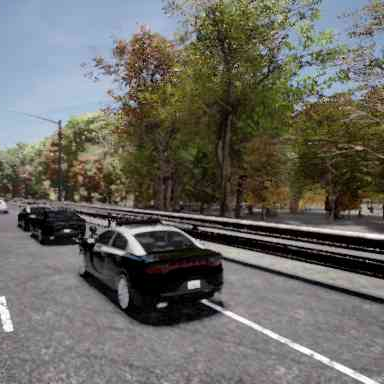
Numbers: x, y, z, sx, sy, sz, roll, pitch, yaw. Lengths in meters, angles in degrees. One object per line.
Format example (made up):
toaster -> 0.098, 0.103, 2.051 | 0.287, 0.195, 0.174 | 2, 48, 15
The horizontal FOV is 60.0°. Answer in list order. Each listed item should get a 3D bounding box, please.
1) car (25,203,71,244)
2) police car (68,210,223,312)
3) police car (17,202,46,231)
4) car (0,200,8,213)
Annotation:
car -> -6.751, 1.526, 16.454 | 1.882, 1.535, 5.008 | 0, 0, -33
police car -> -1.357, 1.447, 8.087 | 1.930, 1.638, 5.238 | 0, 0, -33
police car -> -10.111, 1.494, 21.604 | 1.930, 1.638, 5.238 | 0, 0, -33
car -> -22.061, 1.672, 37.746 | 1.812, 1.442, 4.674 | 0, 0, -34
